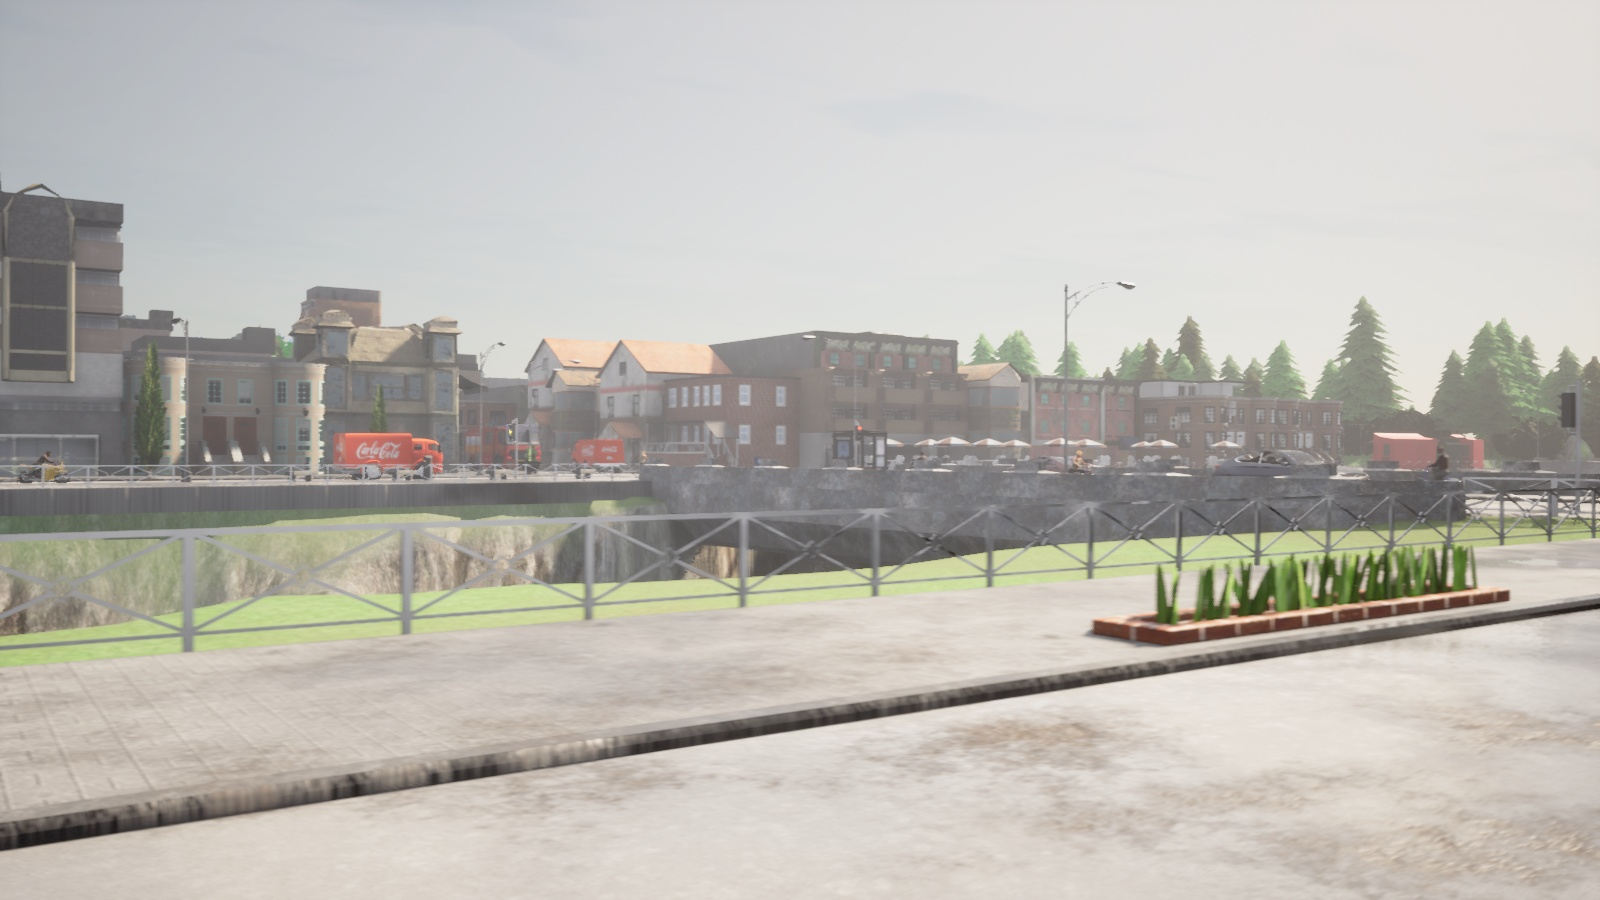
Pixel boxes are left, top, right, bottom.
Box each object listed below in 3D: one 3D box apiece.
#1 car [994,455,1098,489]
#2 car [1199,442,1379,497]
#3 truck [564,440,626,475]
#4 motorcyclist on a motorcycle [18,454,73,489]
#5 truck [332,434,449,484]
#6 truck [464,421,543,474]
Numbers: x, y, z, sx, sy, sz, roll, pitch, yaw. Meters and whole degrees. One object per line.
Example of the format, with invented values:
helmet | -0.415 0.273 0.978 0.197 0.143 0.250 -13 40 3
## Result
car | 10.624 0.920 54.397 1.994 1.385 4.181 0 0 -36
car | 15.577 0.589 40.277 2.152 1.651 5.027 0 0 -35
truck | -14.913 0.513 90.982 2.627 2.467 5.204 0 0 -32
motorcyclist on a motorcycle | -33.668 0.935 56.030 2.044 1.523 0.797 0 0 -35
truck | -21.118 0.462 64.772 5.204 2.467 2.627 0 0 -35
truck | -22.460 -0.140 94.866 2.891 3.827 8.468 0 0 -35
